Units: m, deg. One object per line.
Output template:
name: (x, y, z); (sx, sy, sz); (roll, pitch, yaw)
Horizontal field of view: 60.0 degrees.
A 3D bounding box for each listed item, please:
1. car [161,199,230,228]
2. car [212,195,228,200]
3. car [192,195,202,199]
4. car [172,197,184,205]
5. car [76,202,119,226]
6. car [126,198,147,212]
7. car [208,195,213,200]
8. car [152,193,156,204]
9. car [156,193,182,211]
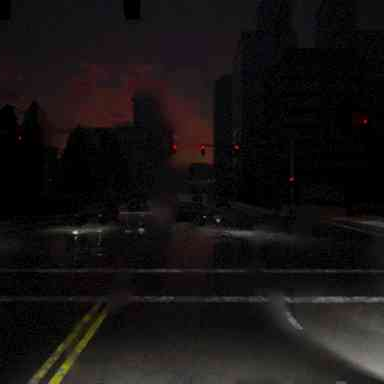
car: (0.219, 1.485, 22.463); (2.128, 1.511, 4.902); (-1, 0, -35)
car: (4.445, 1.535, 48.280); (2.033, 1.411, 5.357); (0, 0, 1)
car: (1.032, 1.335, 67.583); (2.097, 1.767, 4.553); (0, 0, 1)
car: (-2.600, 1.585, 60.938); (1.895, 1.301, 4.718); (0, 0, 1)
car: (-6.633, 1.472, 23.824); (1.882, 1.535, 5.008); (0, 0, 3)
car: (-6.343, 1.495, 38.722); (1.837, 1.490, 4.892); (0, 0, 1)
car: (4.596, 1.459, 74.266); (1.882, 1.535, 5.008); (0, 0, 1)
car: (-6.090, 1.208, 61.629); (2.150, 2.045, 5.566); (0, 0, 1)
car: (-2.817, 1.212, 41.333); (2.150, 2.045, 5.566); (0, 0, 1)
